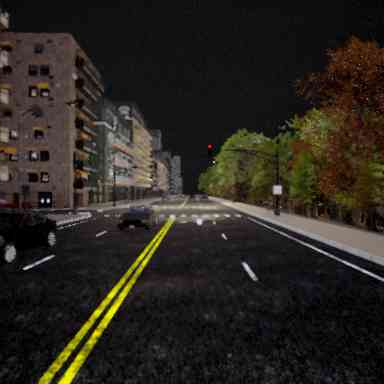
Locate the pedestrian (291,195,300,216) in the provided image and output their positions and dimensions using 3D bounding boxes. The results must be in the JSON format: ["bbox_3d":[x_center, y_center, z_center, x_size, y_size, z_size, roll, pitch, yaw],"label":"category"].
[{"bbox_3d":[9.013,1.134,29.113,0.375,1.860,0.375,0,0,0],"label":"pedestrian"}]

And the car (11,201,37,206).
[{"bbox_3d":[-22.784,1.837,44.134,4.206,1.307,1.802,-1,1,-1],"label":"car"}]

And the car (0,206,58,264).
[{"bbox_3d":[-6.594,1.473,12.006,1.882,1.535,5.008,0,0,0],"label":"car"}]

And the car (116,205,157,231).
[{"bbox_3d":[-3.317,1.542,21.087,2.033,1.411,5.357,0,0,0],"label":"car"}]

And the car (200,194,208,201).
[{"bbox_3d":[3.260,1.520,86.095,2.128,1.511,4.902,0,0,0],"label":"car"}]

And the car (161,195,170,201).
[{"bbox_3d":[-6.491,1.528,81.114,2.128,1.511,4.902,0,0,0],"label":"car"}]

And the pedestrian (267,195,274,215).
[{"bbox_3d":[7.135,1.134,30.313,0.375,1.860,0.375,0,0,0],"label":"pedestrian"}]

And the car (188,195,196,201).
[{"bbox_3d":[0.009,1.523,86.508,2.128,1.511,4.902,0,0,0],"label":"car"}]

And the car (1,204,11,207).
[{"bbox_3d":[-22.667,1.580,35.484,5.009,1.841,2.192,-1,1,-1],"label":"car"}]
